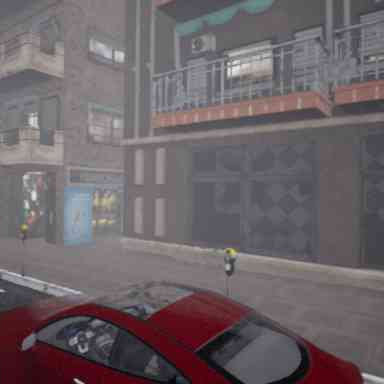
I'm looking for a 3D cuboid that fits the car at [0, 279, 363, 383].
[{"bbox_3d":[-0.564,1.574,3.263,4.206,1.307,1.802,0,1,35],"label":"car"}]
